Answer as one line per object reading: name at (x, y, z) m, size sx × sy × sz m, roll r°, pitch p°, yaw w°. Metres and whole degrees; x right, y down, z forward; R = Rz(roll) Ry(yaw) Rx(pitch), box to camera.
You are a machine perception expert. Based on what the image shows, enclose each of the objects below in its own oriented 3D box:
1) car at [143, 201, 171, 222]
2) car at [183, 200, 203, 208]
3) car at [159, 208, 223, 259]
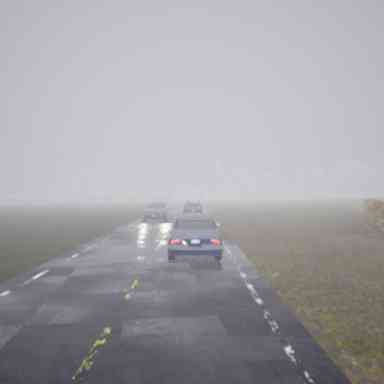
car at (-2.749, 1.524, 26.500) m, size 1.837 × 1.490 × 4.892 m, roll 0°, pitch 0°, yaw 0°
car at (0.103, 1.493, 32.854) m, size 2.128 × 1.511 × 4.902 m, roll 0°, pitch 0°, yaw 0°
car at (0.100, 1.546, 12.538) m, size 2.033 × 1.411 × 5.357 m, roll 0°, pitch 0°, yaw 0°
